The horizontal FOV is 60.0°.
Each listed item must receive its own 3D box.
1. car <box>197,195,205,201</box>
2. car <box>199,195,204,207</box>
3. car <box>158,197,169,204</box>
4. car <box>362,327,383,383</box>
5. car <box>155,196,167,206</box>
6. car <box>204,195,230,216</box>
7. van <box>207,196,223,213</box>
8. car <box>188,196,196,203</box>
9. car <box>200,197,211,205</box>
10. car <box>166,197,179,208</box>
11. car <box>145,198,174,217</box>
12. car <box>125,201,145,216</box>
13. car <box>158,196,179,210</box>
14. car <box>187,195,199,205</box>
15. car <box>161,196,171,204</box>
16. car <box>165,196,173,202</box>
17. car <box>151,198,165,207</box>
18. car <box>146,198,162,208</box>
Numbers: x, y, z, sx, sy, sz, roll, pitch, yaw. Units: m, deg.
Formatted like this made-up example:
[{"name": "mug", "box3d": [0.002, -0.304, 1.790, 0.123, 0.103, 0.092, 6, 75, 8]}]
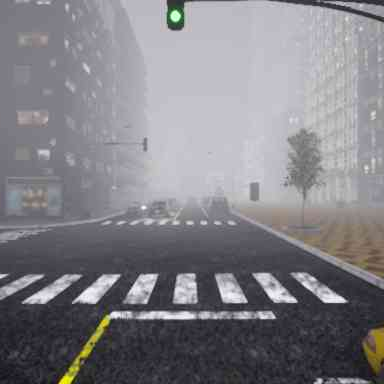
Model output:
[{"name": "car", "box3d": [2.395, 1.669, 92.170, 2.097, 1.767, 4.553, 0, 0, 0]}, {"name": "car", "box3d": [2.689, 1.480, 56.042, 2.192, 1.841, 5.009, 0, 0, 0]}, {"name": "car", "box3d": [-5.689, 1.790, 67.097, 1.802, 1.307, 4.206, 0, 0, 0]}, {"name": "car", "box3d": [2.686, 1.529, 1.694, 1.752, 1.417, 4.829, 0, 0, 0]}, {"name": "car", "box3d": [-5.690, 1.627, 61.570, 1.967, 1.590, 4.097, 0, 0, 0]}, {"name": "car", "box3d": [2.688, 1.404, 33.937, 2.192, 1.841, 5.009, 0, 0, 0]}, {"name": "van", "box3d": [2.688, 1.447, 39.463, 1.690, 1.788, 3.998, 0, 0, 0]}, {"name": "car", "box3d": [0.006, 1.623, 73.130, 1.882, 1.535, 5.008, 0, 0, 0]}, {"name": "car", "box3d": [2.691, 1.753, 67.096, 1.887, 1.381, 4.507, 0, 0, 0]}, {"name": "car", "box3d": [-3.075, 1.658, 52.944, 1.837, 1.490, 4.892, 0, 0, 0]}, {"name": "car", "box3d": [-3.098, 1.589, 32.130, 1.837, 1.490, 4.892, 0, 0, 0]}, {"name": "car", "box3d": [-5.691, 1.640, 33.937, 2.008, 1.369, 4.403, 0, 0, 0]}, {"name": "car", "box3d": [-3.094, 1.608, 42.530, 2.128, 1.511, 4.902, 0, 0, 0]}, {"name": "car", "box3d": [0.004, 1.757, 63.129, 1.994, 1.385, 4.181, 0, 0, 0]}, {"name": "car", "box3d": [-5.690, 1.671, 72.623, 1.967, 1.590, 4.097, 0, 0, 0]}, {"name": "car", "box3d": [-5.688, 1.801, 83.506, 1.752, 1.417, 4.829, 0, 0, 0]}, {"name": "car", "box3d": [-5.690, 1.710, 56.042, 1.887, 1.381, 4.507, 0, 0, 0]}, {"name": "car", "box3d": [-5.690, 1.696, 50.516, 2.008, 1.369, 4.403, 0, 0, 0]}]
